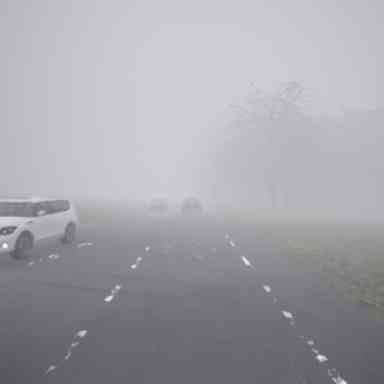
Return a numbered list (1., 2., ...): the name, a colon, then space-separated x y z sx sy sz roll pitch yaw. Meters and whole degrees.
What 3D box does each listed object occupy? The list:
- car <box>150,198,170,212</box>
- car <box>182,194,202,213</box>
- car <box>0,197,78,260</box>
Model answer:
1. car: -3.676 1.470 38.703 1.882 1.535 5.008 0 0 3
2. car: -0.003 1.370 36.863 2.097 1.767 4.553 0 0 0
3. car: -6.383 1.221 12.800 2.150 2.045 5.566 0 0 5
